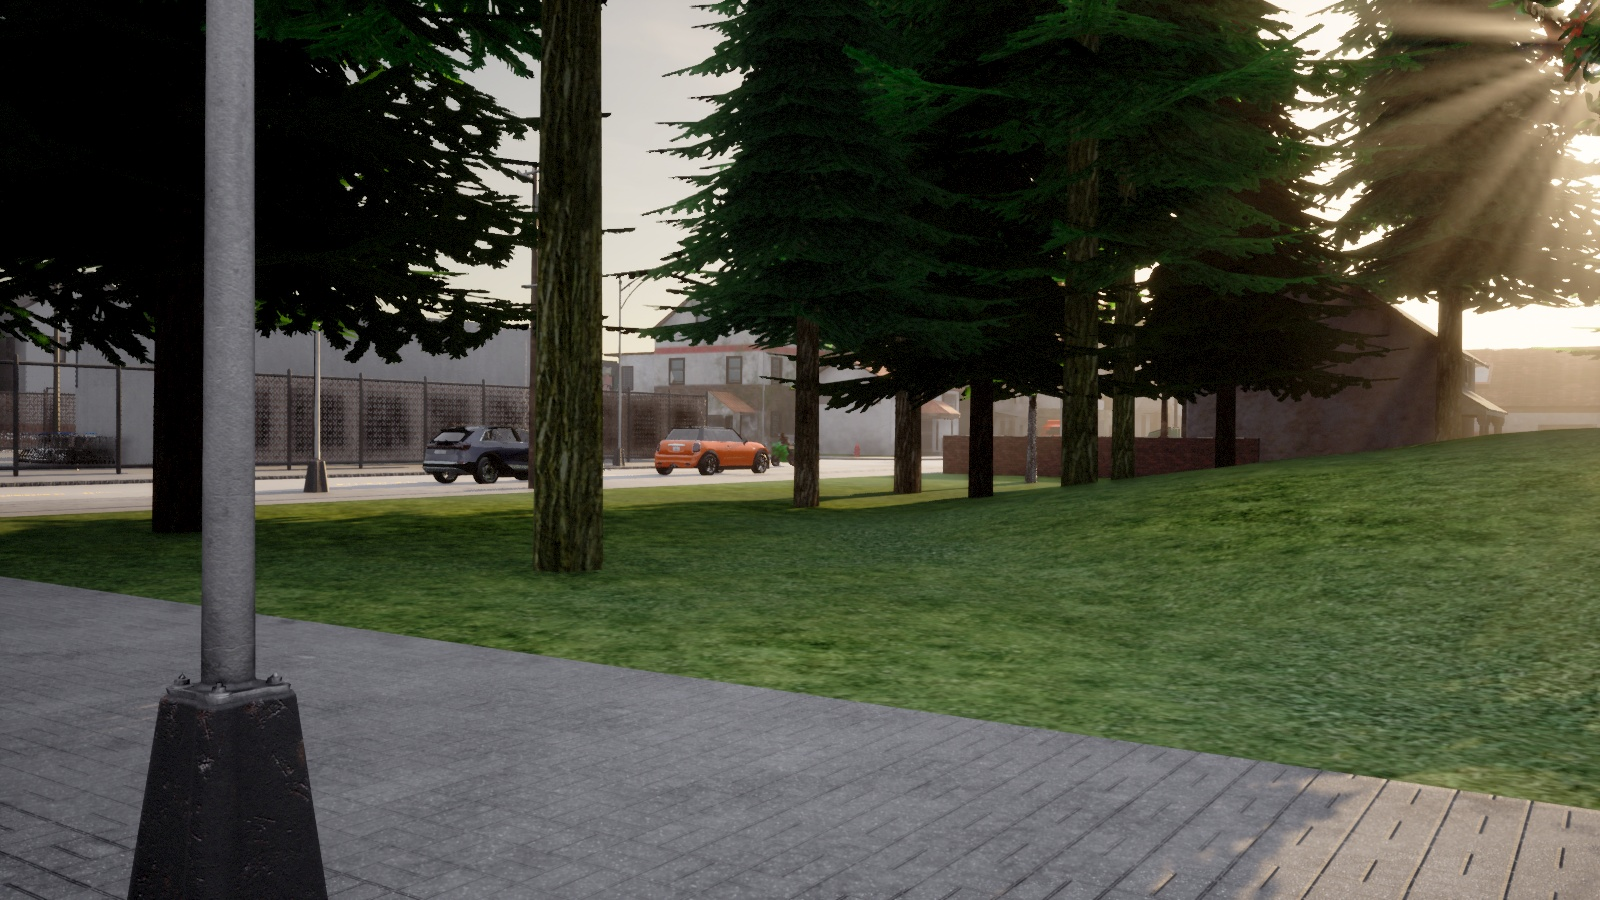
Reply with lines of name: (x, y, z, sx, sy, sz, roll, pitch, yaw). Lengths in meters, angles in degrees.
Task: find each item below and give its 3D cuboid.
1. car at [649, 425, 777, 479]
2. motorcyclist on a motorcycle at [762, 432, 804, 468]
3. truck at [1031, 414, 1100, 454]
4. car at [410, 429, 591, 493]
car: (-2.931, 0.024, 43.387, 2.097, 1.767, 4.553, 0, 1, 33)
motorcyclist on a motorcycle: (-0.706, -0.016, 53.888, 0.797, 1.523, 2.044, -1, 1, 32)
truck: (17.161, -1.016, 80.939, 2.627, 2.467, 5.204, 0, 1, 33)
car: (-8.315, 0.255, 35.293, 2.033, 1.649, 4.856, 0, 1, 34)
